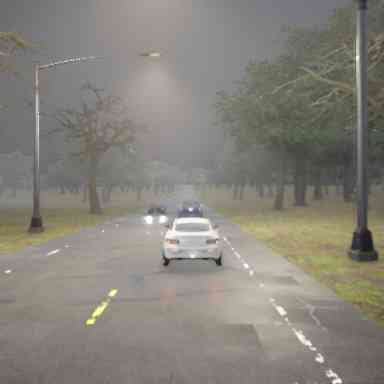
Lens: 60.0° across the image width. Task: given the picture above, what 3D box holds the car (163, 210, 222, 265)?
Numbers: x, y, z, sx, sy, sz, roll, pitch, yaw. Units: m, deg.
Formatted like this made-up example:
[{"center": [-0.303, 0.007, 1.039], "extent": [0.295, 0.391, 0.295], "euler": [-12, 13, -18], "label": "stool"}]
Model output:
[{"center": [0.007, 1.593, 11.837], "extent": [1.812, 1.442, 4.674], "euler": [0, 0, 0], "label": "car"}]

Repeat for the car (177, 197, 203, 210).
[{"center": [-0.110, 1.545, 30.036], "extent": [2.097, 1.767, 4.553], "euler": [0, 0, 0], "label": "car"}]

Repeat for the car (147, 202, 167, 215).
[{"center": [-3.845, 1.841, 36.963], "extent": [1.895, 1.301, 4.718], "euler": [0, 0, 0], "label": "car"}]

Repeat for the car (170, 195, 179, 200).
[{"center": [-4.038, 1.382, 77.958], "extent": [2.097, 1.767, 4.553], "euler": [0, 0, 0], "label": "car"}]
